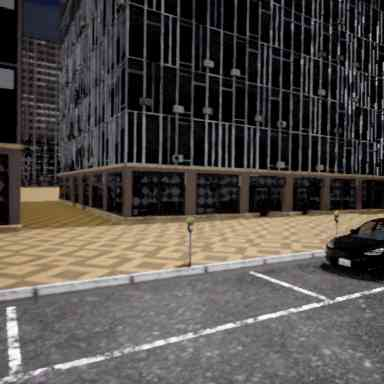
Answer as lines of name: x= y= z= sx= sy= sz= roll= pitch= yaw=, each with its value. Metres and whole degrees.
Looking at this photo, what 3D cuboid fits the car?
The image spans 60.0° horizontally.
car: x=5.836 y=1.445 z=9.648 sx=4.313 sy=1.339 sz=1.947 roll=0 pitch=2 yaw=-30
